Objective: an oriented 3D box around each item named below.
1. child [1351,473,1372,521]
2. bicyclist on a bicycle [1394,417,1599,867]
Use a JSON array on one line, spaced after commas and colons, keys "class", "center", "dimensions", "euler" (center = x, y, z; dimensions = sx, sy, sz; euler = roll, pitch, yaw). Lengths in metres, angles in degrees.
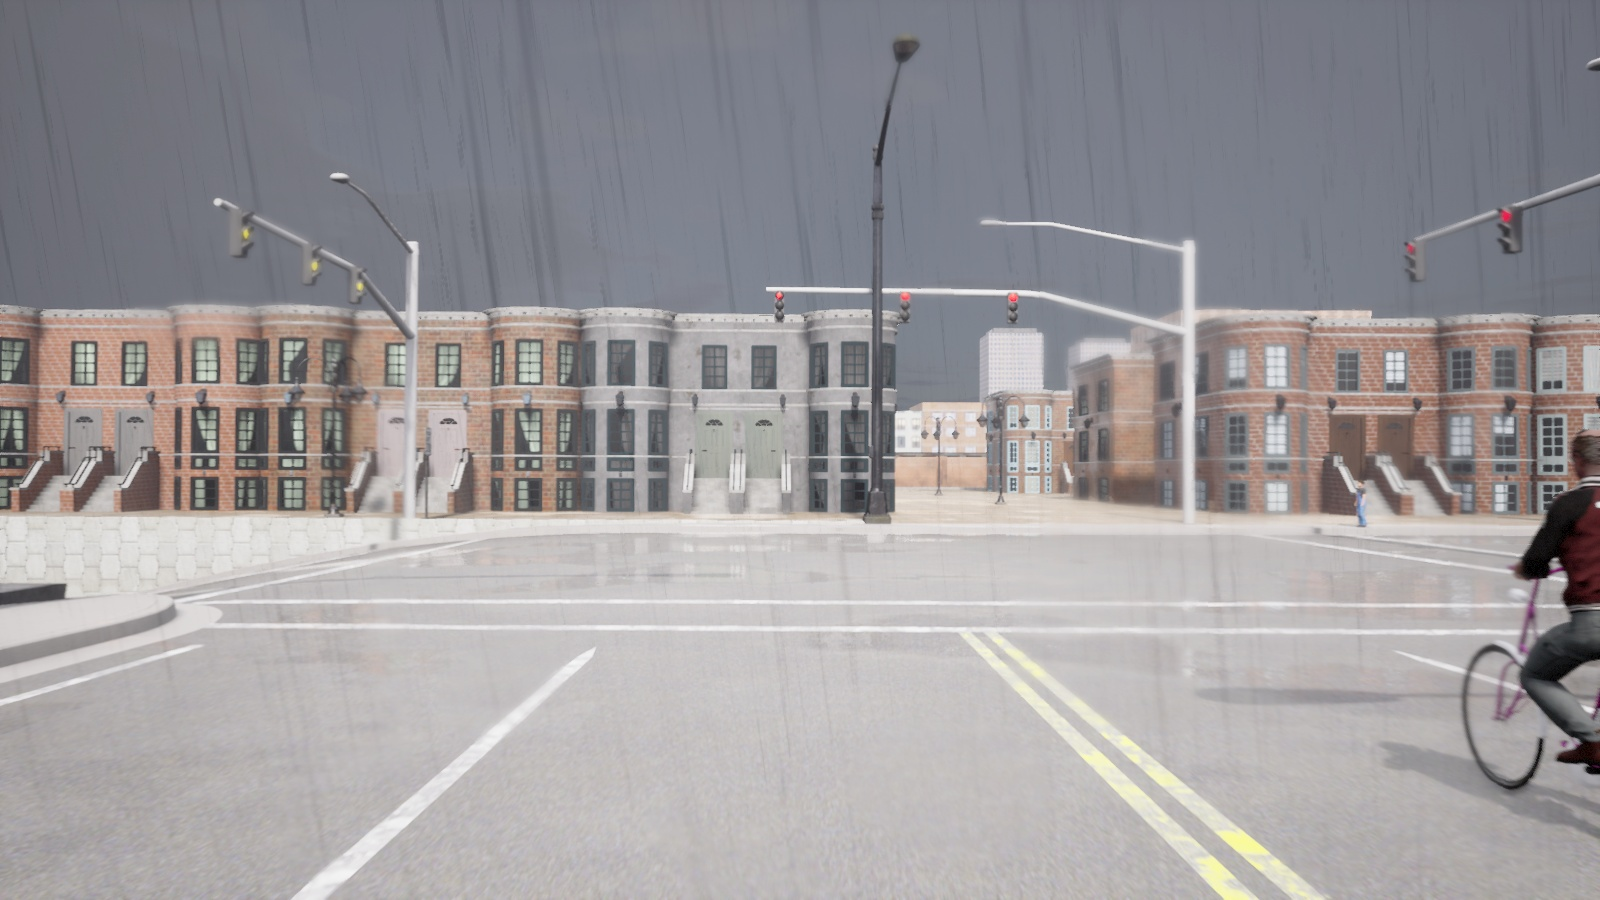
[{"class": "child", "center": [14.771, 1.242, 33.042], "dimensions": [0.437, 1.263, 0.270], "euler": [0, -1, -1]}, {"class": "bicyclist on a bicycle", "center": [3.486, 0.767, 5.725], "dimensions": [0.659, 1.776, 1.843], "euler": [0, -1, 0]}]
